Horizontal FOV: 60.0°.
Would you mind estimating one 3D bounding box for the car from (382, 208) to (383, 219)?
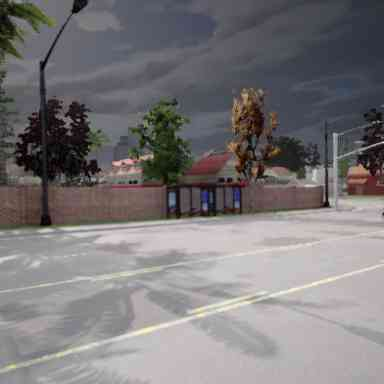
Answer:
[{"bbox_3d":[15.275,1.251,23.433,4.902,1.511,2.128,-1,0,-35],"label":"car"}]
